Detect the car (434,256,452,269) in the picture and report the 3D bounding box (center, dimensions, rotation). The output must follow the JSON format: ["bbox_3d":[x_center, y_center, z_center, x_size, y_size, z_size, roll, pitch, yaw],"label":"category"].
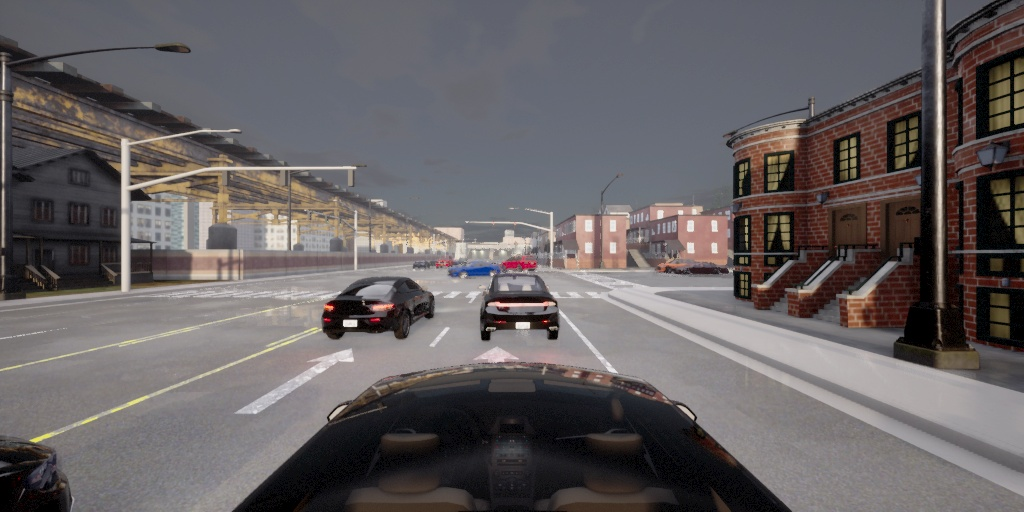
[{"bbox_3d":[-10.747,0.971,57.671,2.150,2.045,5.566,0,0,-1],"label":"car"}]

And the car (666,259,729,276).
[{"bbox_3d":[19.135,1.297,36.741,5.357,1.411,2.033,0,0,0],"label":"car"}]

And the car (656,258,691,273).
[{"bbox_3d":[18.625,1.102,40.238,4.553,1.767,2.097,0,0,0],"label":"car"}]

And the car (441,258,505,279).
[{"bbox_3d":[-3.428,1.227,32.310,5.008,1.535,1.882,0,-1,-36],"label":"car"}]

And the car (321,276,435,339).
[{"bbox_3d":[-3.451,1.276,9.960,1.812,1.442,4.674,0,0,0],"label":"car"}]

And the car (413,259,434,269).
[{"bbox_3d":[-14.239,1.314,56.571,1.994,1.385,4.181,0,0,0],"label":"car"}]

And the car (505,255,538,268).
[{"bbox_3d":[0.825,0.970,44.685,2.150,2.045,5.566,-2,1,-37],"label":"car"}]

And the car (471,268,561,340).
[{"bbox_3d":[0.091,1.242,9.927,2.128,1.511,4.902,0,0,-3],"label":"car"}]
